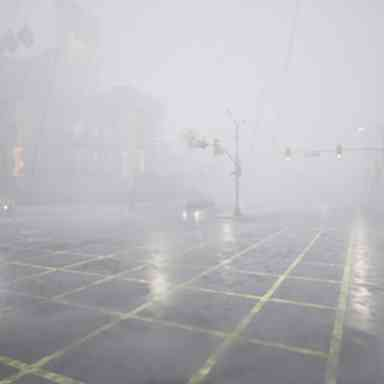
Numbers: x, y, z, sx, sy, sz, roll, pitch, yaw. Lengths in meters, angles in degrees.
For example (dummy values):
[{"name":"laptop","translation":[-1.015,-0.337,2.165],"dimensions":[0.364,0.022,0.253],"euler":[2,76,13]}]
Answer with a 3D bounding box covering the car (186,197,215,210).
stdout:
[{"name":"car","translation":[1.041,1.325,39.616],"dimensions":[1.882,1.535,5.008],"euler":[0,0,28]}]
